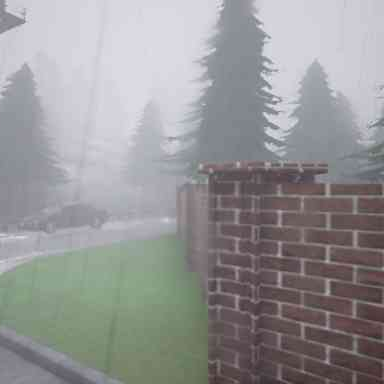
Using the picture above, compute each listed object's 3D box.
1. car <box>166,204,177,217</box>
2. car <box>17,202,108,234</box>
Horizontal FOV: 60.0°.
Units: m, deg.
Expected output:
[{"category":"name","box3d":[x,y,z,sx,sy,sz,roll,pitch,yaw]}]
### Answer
[{"category":"car","box3d":[-0.312,1.381,27.628,1.994,1.385,4.181,0,0,35]},{"category":"car","box3d":[-6.860,1.322,18.103,1.837,1.490,4.892,0,0,35]}]
